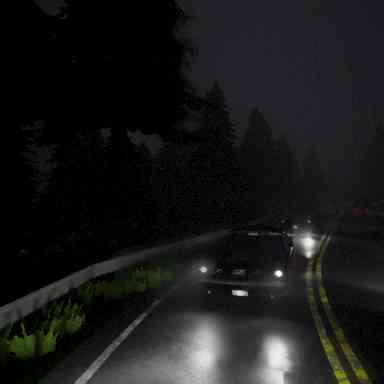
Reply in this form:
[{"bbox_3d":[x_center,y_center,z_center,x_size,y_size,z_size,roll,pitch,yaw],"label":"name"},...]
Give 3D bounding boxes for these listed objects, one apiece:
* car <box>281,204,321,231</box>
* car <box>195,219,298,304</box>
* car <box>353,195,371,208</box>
[{"bbox_3d":[6.655,1.460,20.060,2.033,1.411,5.357,-2,0,26],"label":"car"},{"bbox_3d":[1.580,1.598,8.416,1.895,1.301,4.718,-1,0,18],"label":"car"},{"bbox_3d":[20.601,1.058,40.250,2.128,1.511,4.902,-2,0,28],"label":"car"}]
